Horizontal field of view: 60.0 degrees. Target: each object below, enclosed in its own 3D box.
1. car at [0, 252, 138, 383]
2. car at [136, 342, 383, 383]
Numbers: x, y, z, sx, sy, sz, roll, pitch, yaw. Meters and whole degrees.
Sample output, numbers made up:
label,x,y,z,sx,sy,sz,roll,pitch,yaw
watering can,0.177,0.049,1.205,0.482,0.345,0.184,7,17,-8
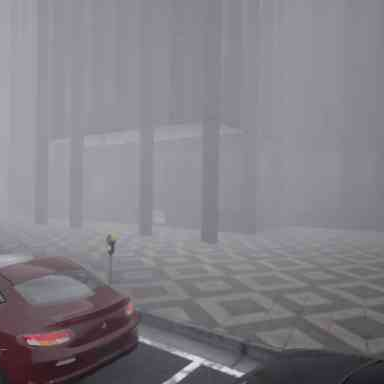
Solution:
label,x,y,z,sx,sy,sz,roll,pitch,yaw
car,-2.610,1.550,4.812,4.206,1.307,1.802,0,1,36
car,2.007,1.571,1.519,4.313,1.339,1.947,0,1,36
